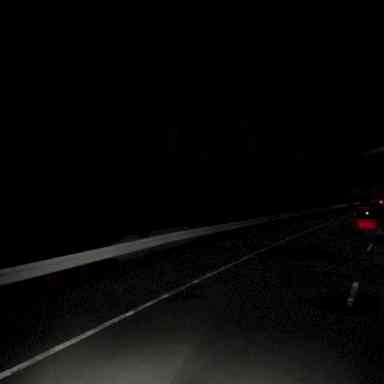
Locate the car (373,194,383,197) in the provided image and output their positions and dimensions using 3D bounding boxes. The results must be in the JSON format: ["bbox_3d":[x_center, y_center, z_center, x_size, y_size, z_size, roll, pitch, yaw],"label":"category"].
[{"bbox_3d":[22.005,1.221,38.224,2.150,2.045,5.566,0,0,35],"label":"car"}]

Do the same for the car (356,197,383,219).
[{"bbox_3d":[15.970,1.505,29.670,1.837,1.490,4.892,0,0,35],"label":"car"}]
